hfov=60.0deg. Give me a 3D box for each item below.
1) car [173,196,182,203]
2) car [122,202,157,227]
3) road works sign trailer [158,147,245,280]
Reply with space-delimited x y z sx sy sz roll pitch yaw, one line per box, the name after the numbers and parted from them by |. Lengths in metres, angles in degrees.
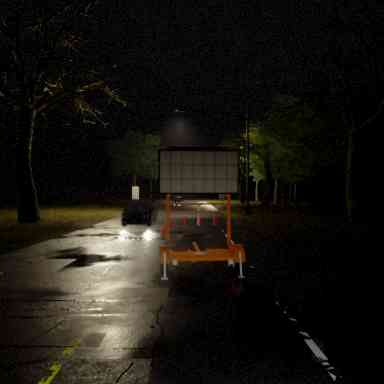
-3.326 1.629 76.062 2.128 1.511 4.902 0 0 0 | car
-3.547 1.484 23.038 1.882 1.535 5.008 0 0 0 | car
0.184 0.462 10.004 2.380 3.560 2.880 0 0 -5 | road works sign trailer
